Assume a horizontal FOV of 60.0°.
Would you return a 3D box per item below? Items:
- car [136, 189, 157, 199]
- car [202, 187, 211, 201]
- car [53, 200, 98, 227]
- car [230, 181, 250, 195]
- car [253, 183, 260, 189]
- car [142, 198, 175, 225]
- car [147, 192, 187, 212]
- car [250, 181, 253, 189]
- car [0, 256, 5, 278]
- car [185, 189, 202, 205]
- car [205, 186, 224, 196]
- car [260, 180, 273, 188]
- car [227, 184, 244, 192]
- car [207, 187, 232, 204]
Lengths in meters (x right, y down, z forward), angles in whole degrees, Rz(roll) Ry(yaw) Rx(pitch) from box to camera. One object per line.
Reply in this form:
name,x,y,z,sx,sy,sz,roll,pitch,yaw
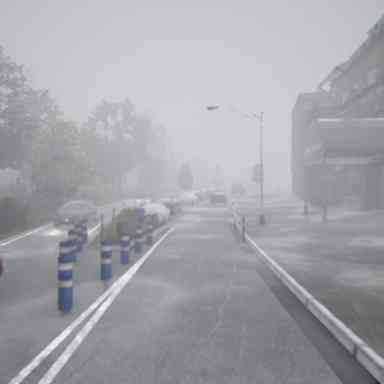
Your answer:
car,-6.589,0.272,48.581,1.895,1.301,4.718,0,2,9
car,0.831,0.416,46.503,2.097,1.535,5.008,0,3,14
car,-7.223,1.285,21.014,1.837,1.490,4.892,0,2,-5
car,8.491,-0.561,59.725,2.150,2.045,5.566,0,3,19
car,14.451,-1.665,83.198,2.435,2.045,5.566,-3,2,28
car,-2.675,1.489,23.913,2.002,1.452,4.674,-2,2,4
car,-2.181,1.157,30.028,2.097,1.535,5.008,1,3,9
car,11.937,-1.156,78.185,2.231,1.521,4.892,-3,2,26
car,-4.734,1.601,4.928,1.895,1.301,4.718,0,0,-7
car,-0.478,0.741,40.417,2.002,1.452,4.674,-1,2,12
car,4.011,-0.165,58.094,2.097,1.535,5.008,0,3,18
car,20.128,-1.912,93.014,1.946,1.575,5.366,-2,2,34
car,9.602,-0.899,73.111,2.231,1.521,4.892,-3,2,25
car,3.432,0.616,40.893,1.882,1.535,5.008,0,3,11
